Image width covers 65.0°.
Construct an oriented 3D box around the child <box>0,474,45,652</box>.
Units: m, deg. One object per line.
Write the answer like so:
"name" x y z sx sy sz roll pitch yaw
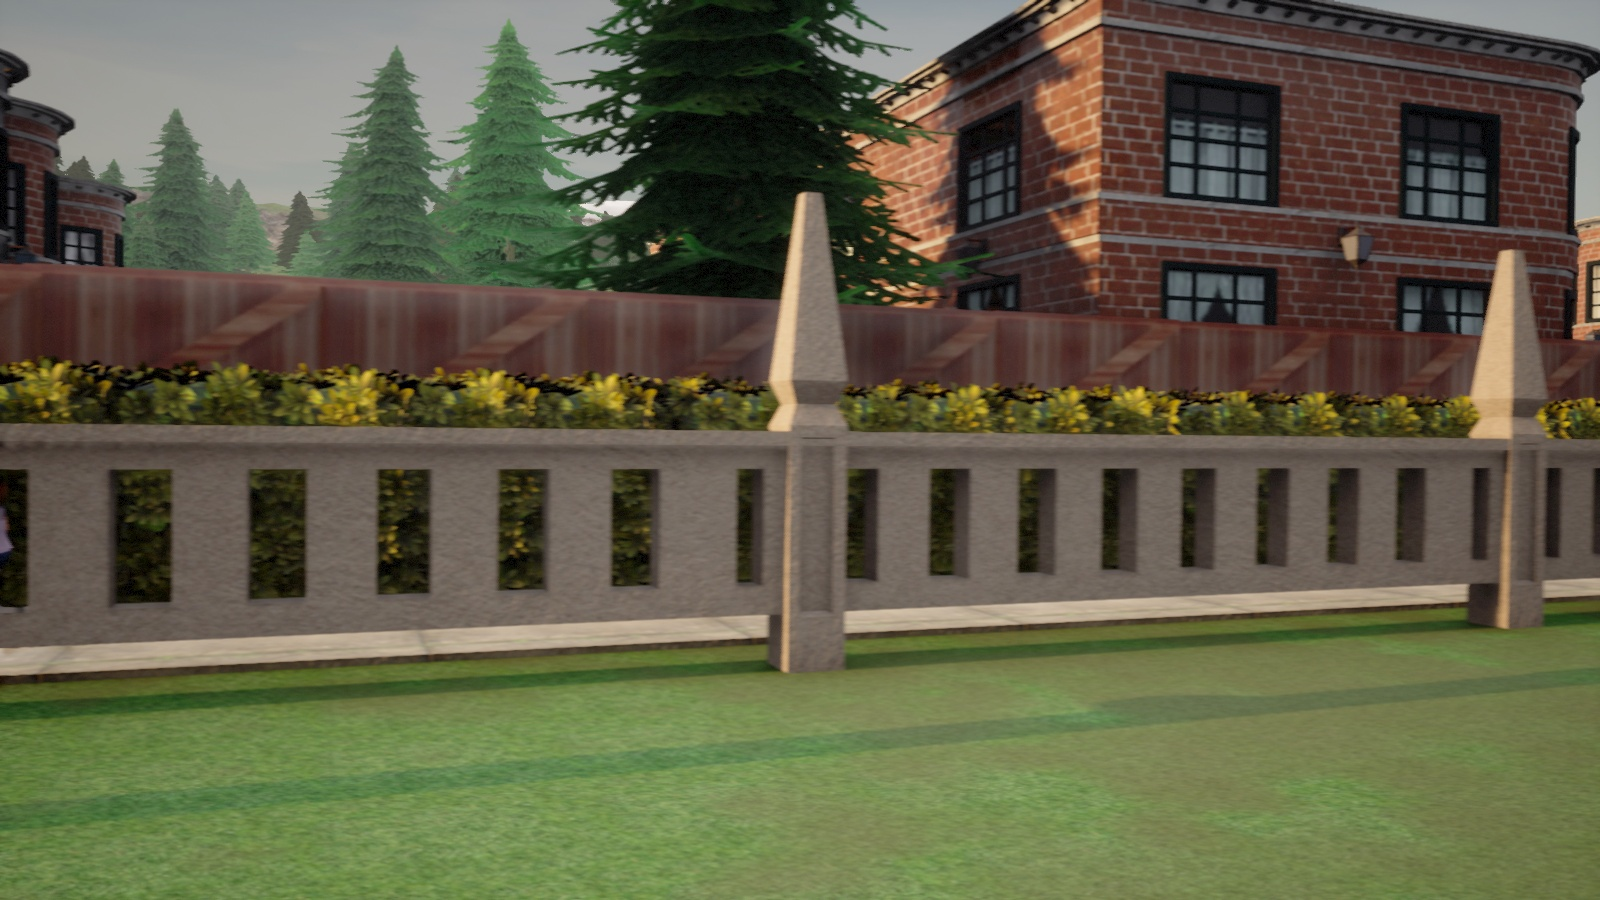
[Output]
"child" -5.072 0.712 7.975 0.394 1.110 0.255 -1 1 -12
